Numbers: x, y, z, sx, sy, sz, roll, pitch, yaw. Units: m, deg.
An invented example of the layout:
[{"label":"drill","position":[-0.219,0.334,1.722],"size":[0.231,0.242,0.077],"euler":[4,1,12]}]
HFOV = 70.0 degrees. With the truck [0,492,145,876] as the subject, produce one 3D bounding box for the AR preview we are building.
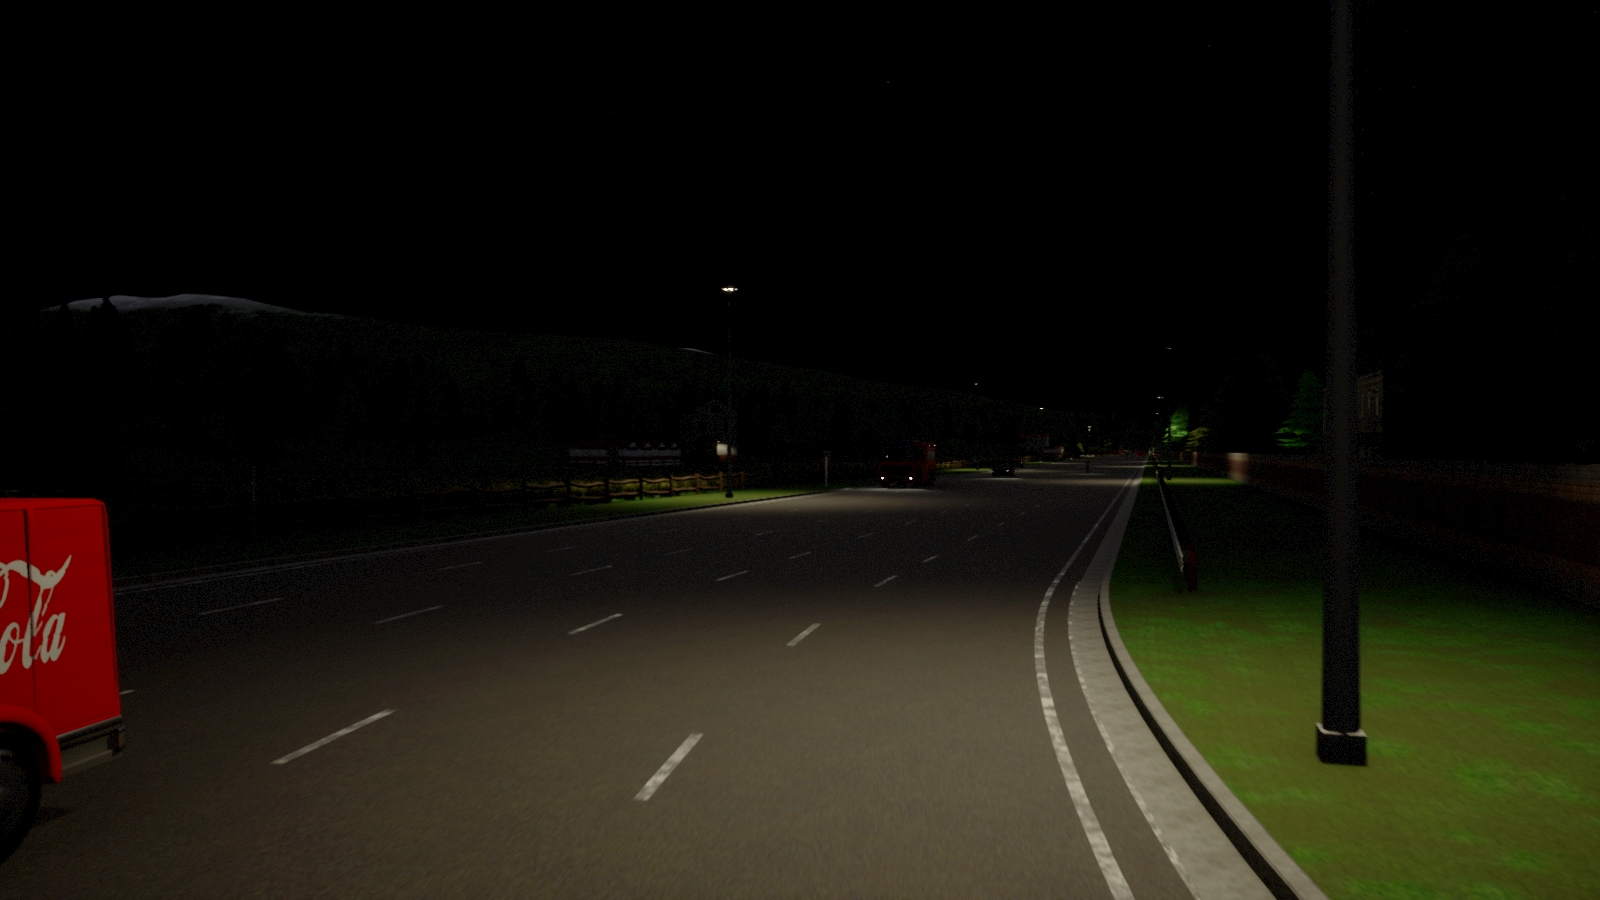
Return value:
[{"label":"truck","position":[-6.668,1.565,6.464],"size":[2.627,2.467,5.204],"euler":[0,0,5]}]
